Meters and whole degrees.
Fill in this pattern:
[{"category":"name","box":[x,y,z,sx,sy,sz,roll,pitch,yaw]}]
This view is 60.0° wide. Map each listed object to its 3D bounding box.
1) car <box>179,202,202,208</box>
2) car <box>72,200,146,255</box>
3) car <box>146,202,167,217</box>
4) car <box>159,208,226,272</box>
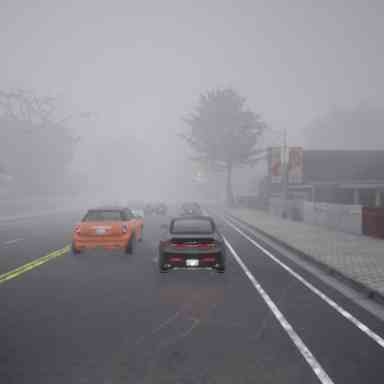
[{"category":"car","box":[-0.104,1.569,28.268,2.033,1.411,5.357,0,0,0]},{"category":"car","box":[-3.214,1.363,13.487,2.097,1.767,4.553,0,0,-3]},{"category":"car","box":[-3.368,1.626,31.580,1.895,1.301,4.718,0,0,0]},{"category":"car","box":[0.002,1.514,10.814,1.837,1.490,4.892,0,0,0]}]
